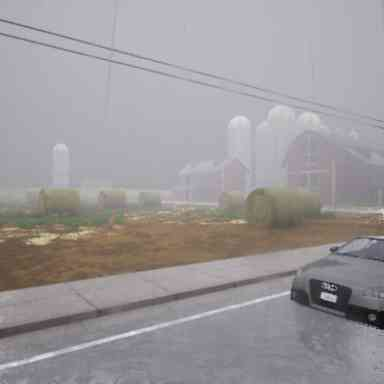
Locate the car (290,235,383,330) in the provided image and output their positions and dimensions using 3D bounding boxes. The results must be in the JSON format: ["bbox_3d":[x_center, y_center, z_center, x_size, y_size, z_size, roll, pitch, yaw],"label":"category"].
[{"bbox_3d":[3.954,1.634,6.844,4.181,1.385,1.994,1,0,-36],"label":"car"}]
